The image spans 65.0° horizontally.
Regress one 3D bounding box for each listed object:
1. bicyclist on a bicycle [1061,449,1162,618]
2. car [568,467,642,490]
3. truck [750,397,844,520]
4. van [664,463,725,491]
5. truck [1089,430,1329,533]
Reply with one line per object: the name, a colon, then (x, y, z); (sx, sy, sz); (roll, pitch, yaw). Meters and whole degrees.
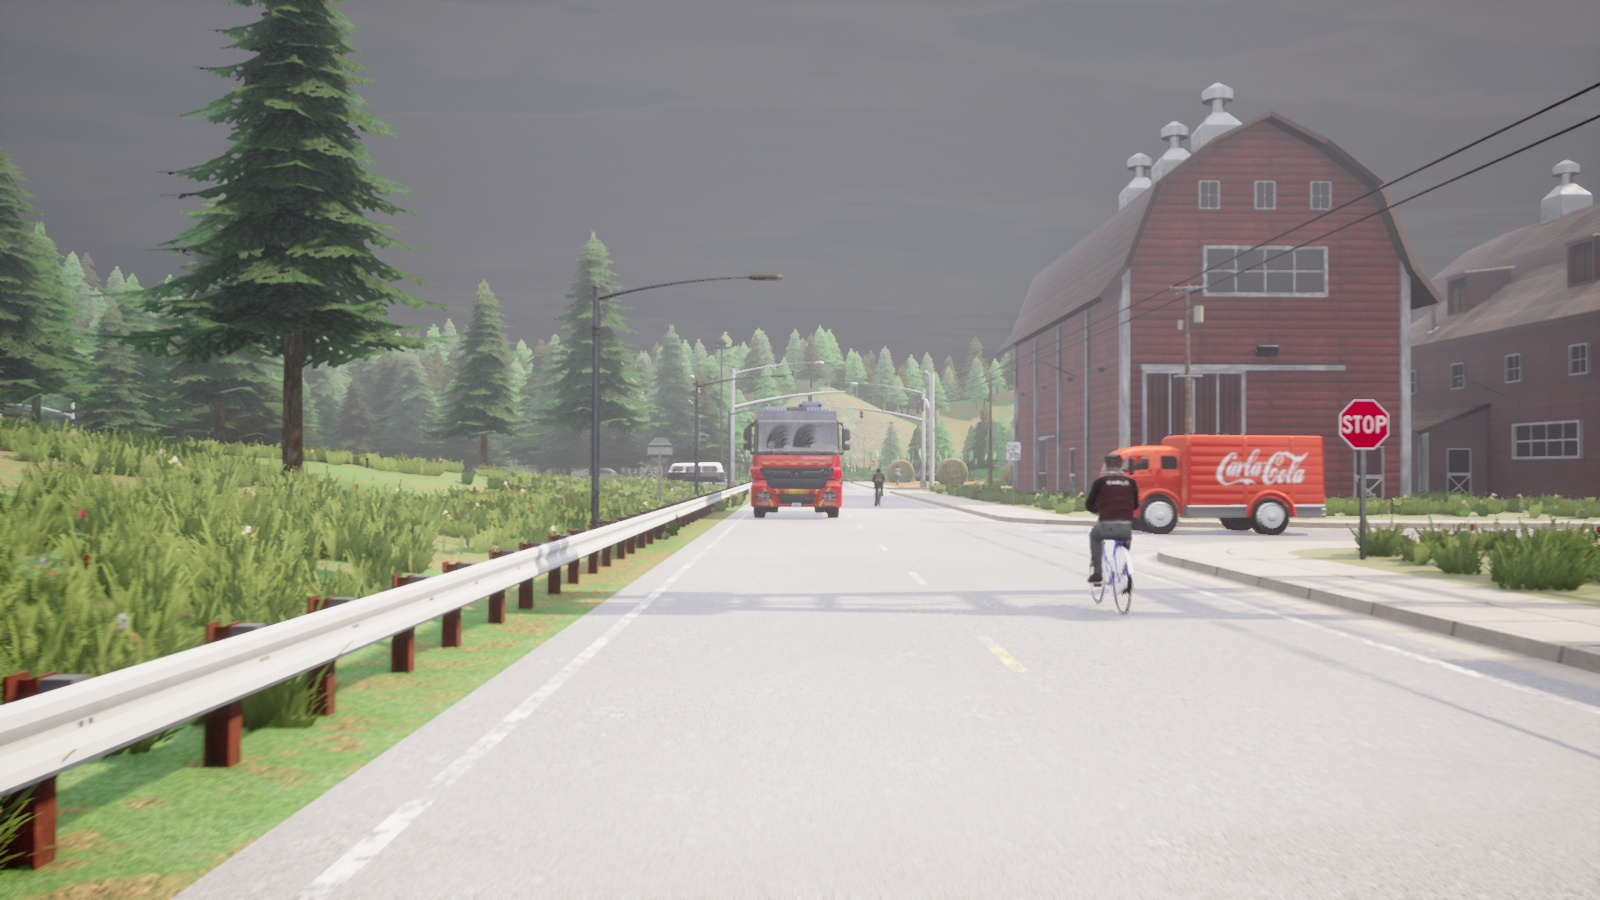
bicyclist on a bicycle: (3.465, 0.892, 14.133); (0.659, 1.776, 1.843); (0, -1, 0)
car: (-14.032, 2.049, 90.711); (5.027, 1.651, 2.152); (0, -1, -1)
truck: (-0.108, 0.329, 43.207); (2.891, 3.827, 8.468); (0, -1, 0)
van: (-7.898, 2.026, 94.339); (4.480, 2.038, 2.069); (0, -1, -1)
truck: (10.251, 0.783, 31.849); (5.204, 2.467, 2.627); (0, -1, 0)
